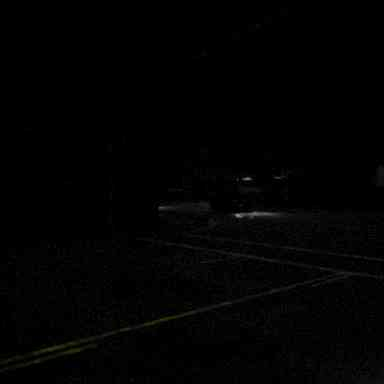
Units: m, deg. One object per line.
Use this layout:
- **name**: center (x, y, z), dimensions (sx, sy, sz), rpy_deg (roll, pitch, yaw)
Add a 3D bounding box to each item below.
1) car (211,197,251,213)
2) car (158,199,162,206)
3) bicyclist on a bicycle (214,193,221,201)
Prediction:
- **car**: center (4.132, 1.357, 36.094), dimensions (1.882, 1.535, 5.008), rpy_deg (-1, 1, -37)
- **car**: center (-6.334, 1.406, 50.041), dimensions (1.837, 1.490, 4.892), rpy_deg (-1, 0, -37)
- **bicyclist on a bicycle**: center (4.153, 0.989, 53.466), dimensions (1.656, 1.620, 0.582), rpy_deg (-1, 0, -37)
